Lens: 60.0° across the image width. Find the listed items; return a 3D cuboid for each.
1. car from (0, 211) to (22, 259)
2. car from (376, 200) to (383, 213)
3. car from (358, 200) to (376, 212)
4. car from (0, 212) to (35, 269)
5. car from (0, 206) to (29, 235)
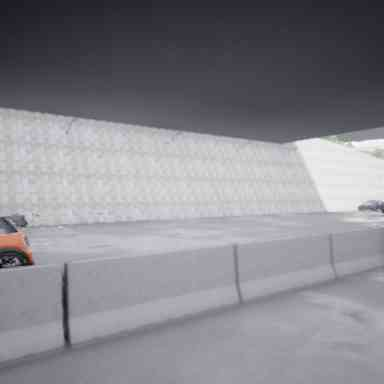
[{"bbox_3d":[-8.442,1.484,10.875,4.892,1.490,1.837,0,0,-35],"label":"car"},{"bbox_3d":[23.781,1.401,37.985,5.566,2.045,2.150,1,0,-35],"label":"car"},{"bbox_3d":[22.569,1.703,41.413,4.674,1.442,1.812,0,0,-35],"label":"car"},{"bbox_3d":[-6.398,1.336,8.034,4.553,1.767,2.097,0,0,-35],"label":"car"},{"bbox_3d":[-11.567,1.523,17.241,5.357,1.411,2.033,0,0,-35],"label":"car"}]
